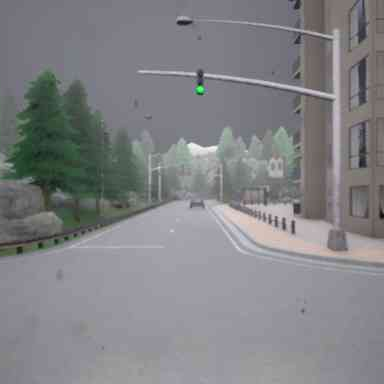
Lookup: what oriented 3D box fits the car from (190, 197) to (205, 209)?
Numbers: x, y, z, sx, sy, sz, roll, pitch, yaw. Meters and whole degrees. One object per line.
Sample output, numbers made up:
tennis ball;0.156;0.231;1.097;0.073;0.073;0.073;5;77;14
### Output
car;0.768;1.441;47.825;2.097;1.767;4.553;0;0;1
